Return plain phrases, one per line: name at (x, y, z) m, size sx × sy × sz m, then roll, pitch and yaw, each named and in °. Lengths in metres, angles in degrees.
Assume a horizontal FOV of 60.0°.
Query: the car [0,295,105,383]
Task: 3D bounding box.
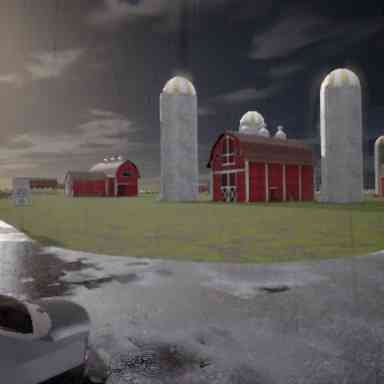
car at (-2.986, 1.518, 1.858) m, size 4.892 × 1.490 × 1.837 m, roll -1°, pitch 0°, yaw -35°
